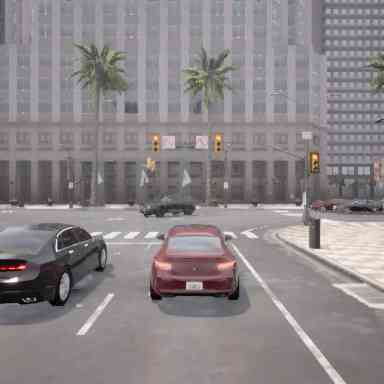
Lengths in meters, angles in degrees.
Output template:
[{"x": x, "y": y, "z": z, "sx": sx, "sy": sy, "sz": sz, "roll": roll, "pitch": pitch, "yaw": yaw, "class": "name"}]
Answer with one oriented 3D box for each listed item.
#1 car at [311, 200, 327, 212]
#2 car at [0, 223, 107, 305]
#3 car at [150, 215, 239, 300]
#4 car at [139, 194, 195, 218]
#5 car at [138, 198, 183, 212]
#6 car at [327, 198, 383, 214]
[{"x": 16.248, "y": 1.478, "z": 38.085, "sx": 5.008, "sy": 1.535, "sz": 1.882, "roll": 0, "pitch": 0, "yaw": 0, "class": "car"}, {"x": -3.440, "y": 1.505, "z": 8.042, "sx": 1.837, "sy": 1.490, "sz": 4.892, "roll": 0, "pitch": 0, "yaw": 0, "class": "car"}, {"x": 0.069, "y": 1.526, "z": 8.296, "sx": 1.812, "sy": 1.442, "sz": 4.674, "roll": 0, "pitch": 0, "yaw": 1, "class": "car"}, {"x": -2.157, "y": 1.222, "z": 30.473, "sx": 5.566, "sy": 2.045, "sz": 2.150, "roll": 0, "pitch": -1, "yaw": -44, "class": "car"}, {"x": -3.534, "y": 1.491, "z": 38.101, "sx": 4.902, "sy": 1.511, "sz": 2.128, "roll": 0, "pitch": 0, "yaw": 0, "class": "car"}, {"x": 17.240, "y": 1.491, "z": 34.583, "sx": 4.902, "sy": 1.511, "sz": 2.128, "roll": 0, "pitch": 0, "yaw": 0, "class": "car"}]
